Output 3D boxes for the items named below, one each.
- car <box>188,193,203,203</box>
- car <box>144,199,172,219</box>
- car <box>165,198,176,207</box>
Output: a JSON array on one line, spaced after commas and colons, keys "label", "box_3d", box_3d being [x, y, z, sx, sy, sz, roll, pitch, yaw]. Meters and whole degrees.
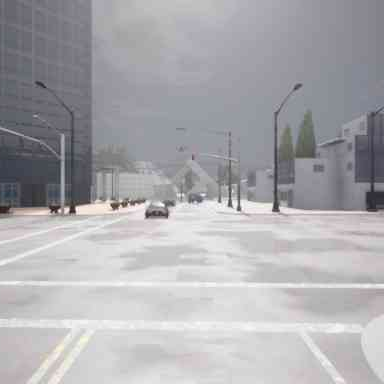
[{"label": "car", "box_3d": [0.708, 1.202, 67.382, 2.150, 2.045, 5.566, 0, 0, 12]}, {"label": "car", "box_3d": [-3.091, 1.578, 29.013, 1.994, 1.385, 4.181, 0, 0, -7]}, {"label": "car", "box_3d": [-3.583, 1.585, 51.649, 1.895, 1.301, 4.718, 0, 0, 1]}]
